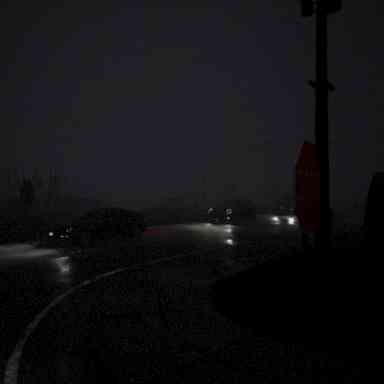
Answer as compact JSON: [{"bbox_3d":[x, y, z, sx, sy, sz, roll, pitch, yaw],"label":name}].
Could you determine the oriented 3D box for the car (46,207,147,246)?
[{"bbox_3d":[-4.219,1.484,15.385,1.837,1.490,4.892,0,-1,38],"label":"car"}]

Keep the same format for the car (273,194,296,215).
[{"bbox_3d":[10.263,1.198,33.824,2.150,2.045,5.566,0,0,38],"label":"car"}]

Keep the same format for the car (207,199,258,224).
[{"bbox_3d":[3.084,1.328,24.687,2.097,1.767,4.553,0,0,38],"label":"car"}]

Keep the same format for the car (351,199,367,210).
[{"bbox_3d":[21.935,1.538,42.708,1.994,1.385,4.181,0,0,38],"label":"car"}]

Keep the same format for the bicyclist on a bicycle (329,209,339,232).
[{"bbox_3d":[6.799,1.271,17.302,1.656,1.620,0.582,0,0,38],"label":"bicyclist on a bicycle"}]
